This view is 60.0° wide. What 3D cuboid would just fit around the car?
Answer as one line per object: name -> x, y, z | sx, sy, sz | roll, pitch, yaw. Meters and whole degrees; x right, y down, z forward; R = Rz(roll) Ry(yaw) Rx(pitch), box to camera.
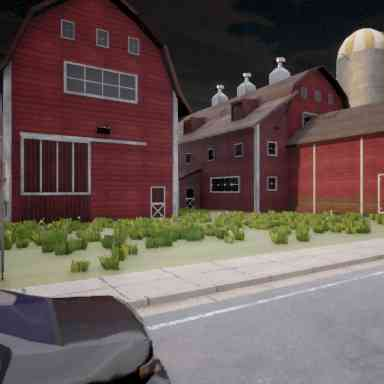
car -> -2.865, 1.547, 2.453 | 5.357, 1.411, 2.033 | 0, 0, -27
